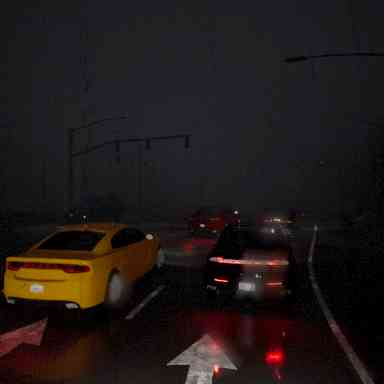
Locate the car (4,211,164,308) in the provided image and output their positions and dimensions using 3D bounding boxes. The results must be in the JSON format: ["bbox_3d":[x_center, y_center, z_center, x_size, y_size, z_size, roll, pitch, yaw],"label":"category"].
[{"bbox_3d":[-2.132,1.478,8.054,1.882,1.535,5.008,0,0,11],"label":"car"}]

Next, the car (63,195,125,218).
[{"bbox_3d":[-7.302,1.275,25.528,2.150,2.045,5.566,0,0,22],"label":"car"}]

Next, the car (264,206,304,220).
[{"bbox_3d":[4.617,1.505,17.228,1.837,1.490,4.892,0,0,21],"label":"car"}]

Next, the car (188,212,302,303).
[{"bbox_3d":[1.548,1.492,8.347,2.128,1.511,4.902,0,0,13],"label":"car"}]

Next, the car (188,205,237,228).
[{"bbox_3d":[1.377,1.478,18.441,1.882,1.535,5.008,0,0,21],"label":"car"}]
